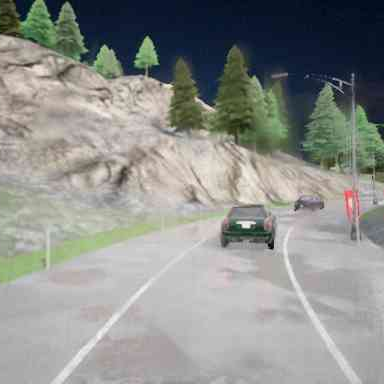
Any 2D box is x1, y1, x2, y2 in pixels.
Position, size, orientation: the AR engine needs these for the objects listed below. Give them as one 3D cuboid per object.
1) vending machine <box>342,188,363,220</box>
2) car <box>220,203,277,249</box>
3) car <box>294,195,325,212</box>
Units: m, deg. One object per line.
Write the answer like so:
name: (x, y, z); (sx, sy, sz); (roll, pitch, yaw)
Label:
vending machine: (10.969, 0.836, 22.734); (1.100, 2.100, 0.880); (-6, -6, 28)
car: (2.602, 1.271, 14.557); (2.097, 1.767, 4.553); (0, 1, 15)
car: (11.118, 1.027, 31.478); (1.812, 1.442, 4.674); (-2, 1, 36)
